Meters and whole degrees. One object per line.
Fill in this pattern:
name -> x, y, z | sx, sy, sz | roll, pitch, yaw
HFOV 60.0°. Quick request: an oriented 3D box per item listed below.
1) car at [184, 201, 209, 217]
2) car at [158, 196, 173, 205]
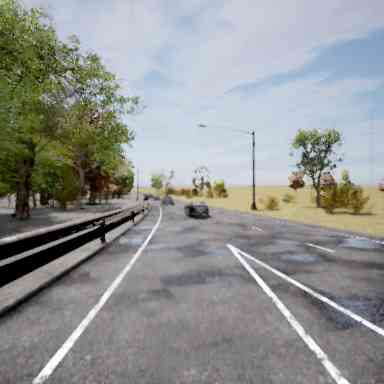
car -> 0.413, 1.595, 32.530 | 2.128, 1.511, 4.902 | 0, 0, -9
car -> -4.871, 1.568, 65.081 | 2.097, 1.767, 4.553 | 0, 0, -9
